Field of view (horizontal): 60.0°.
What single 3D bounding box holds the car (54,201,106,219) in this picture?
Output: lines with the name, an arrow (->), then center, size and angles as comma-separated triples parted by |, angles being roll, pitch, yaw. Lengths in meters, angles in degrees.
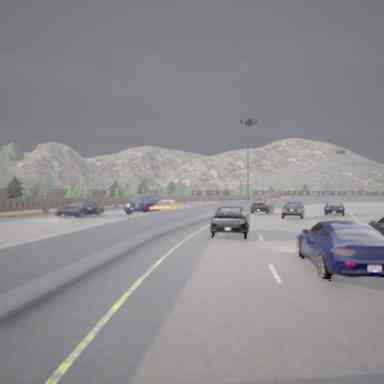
car -> -9.650, 1.506, 29.248 | 2.033, 1.411, 5.357 | 0, 0, 16

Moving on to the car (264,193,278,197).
car -> 16.267, 1.280, 68.775 | 2.150, 2.045, 5.566 | 0, 0, 42

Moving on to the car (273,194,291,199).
car -> 18.538, 1.619, 66.077 | 1.812, 1.442, 4.674 | 0, 0, 42

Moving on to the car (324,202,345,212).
car -> 14.811, 1.663, 34.537 | 1.895, 1.301, 4.718 | 0, 0, 24

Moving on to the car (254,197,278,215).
car -> 7.484, 1.536, 35.112 | 1.837, 1.490, 4.892 | 0, 0, 22

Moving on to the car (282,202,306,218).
car -> 9.220, 1.586, 30.158 | 2.033, 1.411, 5.357 | 0, 0, 20

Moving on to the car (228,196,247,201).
car -> 9.152, 1.587, 65.787 | 2.033, 1.411, 5.357 | 0, 0, 38

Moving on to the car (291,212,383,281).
car -> 4.351, 1.544, 9.722 | 1.812, 1.442, 4.674 | 0, 0, 6

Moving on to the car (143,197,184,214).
car -> -2.203, 1.468, 29.531 | 1.882, 1.535, 5.008 | 0, 0, 18

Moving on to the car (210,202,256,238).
car -> 2.148, 1.500, 17.817 | 2.128, 1.511, 4.902 | 0, 0, 12

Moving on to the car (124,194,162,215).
car -> -4.653, 1.201, 33.307 | 2.150, 2.045, 5.566 | 0, 0, 19

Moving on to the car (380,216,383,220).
car -> 8.331, 1.540, 12.882 | 1.837, 1.490, 4.892 | 0, 0, 9
